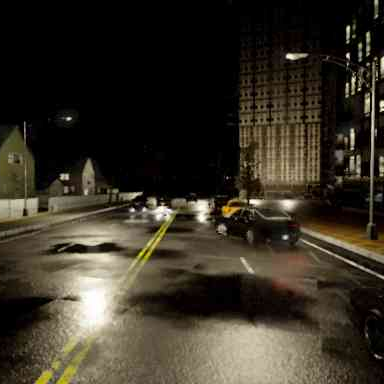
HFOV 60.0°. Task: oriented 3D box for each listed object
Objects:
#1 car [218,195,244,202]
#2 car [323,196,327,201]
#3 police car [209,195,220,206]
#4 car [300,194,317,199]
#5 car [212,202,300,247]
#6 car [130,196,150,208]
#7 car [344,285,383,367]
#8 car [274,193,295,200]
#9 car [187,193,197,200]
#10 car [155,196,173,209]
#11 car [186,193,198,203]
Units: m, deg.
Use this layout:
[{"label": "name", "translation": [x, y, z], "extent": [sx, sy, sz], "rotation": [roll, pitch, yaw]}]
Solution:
[{"label": "car", "translation": [3.235, 1.268, 24.831], "extent": [1.801, 1.575, 5.366], "rotation": [0, 0, 0]}, {"label": "car", "translation": [33.612, 1.433, 79.133], "extent": [4.507, 1.381, 1.887], "rotation": [1, 2, 20]}, {"label": "police car", "translation": [3.229, 1.160, 35.755], "extent": [1.930, 1.638, 5.238], "rotation": [0, 0, 0]}, {"label": "car", "translation": [30.994, 1.133, 88.476], "extent": [4.403, 1.369, 2.008], "rotation": [1, 2, 20]}, {"label": "car", "translation": [2.716, 1.392, 14.536], "extent": [1.837, 1.490, 4.892], "rotation": [1, 0, -17]}, {"label": "car", "translation": [-6.615, 1.215, 42.459], "extent": [1.812, 1.442, 4.674], "rotation": [0, 0, 0]}, {"label": "car", "translation": [3.249, 1.525, 2.634], "extent": [2.033, 1.411, 5.357], "rotation": [0, 0, 0]}, {"label": "car", "translation": [22.964, 1.090, 83.017], "extent": [5.009, 1.841, 2.192], "rotation": [1, 2, 20]}, {"label": "car", "translation": [-0.044, 0.932, 73.970], "extent": [2.033, 1.411, 5.357], "rotation": [0, 0, 0]}, {"label": "car", "translation": [-3.366, 1.193, 40.572], "extent": [2.128, 1.511, 4.902], "rotation": [0, 0, 0]}, {"label": "car", "translation": [-0.031, 1.094, 55.889], "extent": [2.128, 1.511, 4.902], "rotation": [0, 0, 0]}]
